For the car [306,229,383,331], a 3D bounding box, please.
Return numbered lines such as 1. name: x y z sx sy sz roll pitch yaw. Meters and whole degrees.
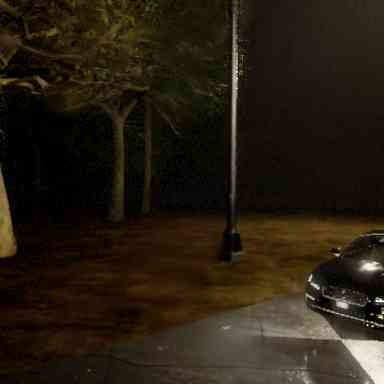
1. car: 4.264 1.576 6.862 4.892 1.490 1.837 1 0 -40
